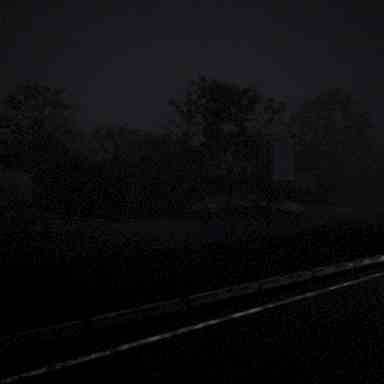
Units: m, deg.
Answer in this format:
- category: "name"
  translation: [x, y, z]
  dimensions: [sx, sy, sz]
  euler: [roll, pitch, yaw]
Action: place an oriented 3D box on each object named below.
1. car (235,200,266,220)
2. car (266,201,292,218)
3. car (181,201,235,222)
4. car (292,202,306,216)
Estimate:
- category: "car"
  translation: [3.625, 1.540, 28.899]
  dimensions: [2.231, 1.521, 4.892]
  euler: [0, 0, -35]
- category: "car"
  translation: [6.304, 1.541, 30.780]
  dimensions: [2.097, 1.535, 5.008]
  euler: [0, 0, -35]
- category: "car"
  translation: [0.936, 1.576, 27.028]
  dimensions: [2.002, 1.452, 4.674]
  euler: [0, 0, -35]
- category: "car"
  translation: [8.892, 1.584, 32.573]
  dimensions: [2.002, 1.452, 4.674]
  euler: [0, 0, -35]
